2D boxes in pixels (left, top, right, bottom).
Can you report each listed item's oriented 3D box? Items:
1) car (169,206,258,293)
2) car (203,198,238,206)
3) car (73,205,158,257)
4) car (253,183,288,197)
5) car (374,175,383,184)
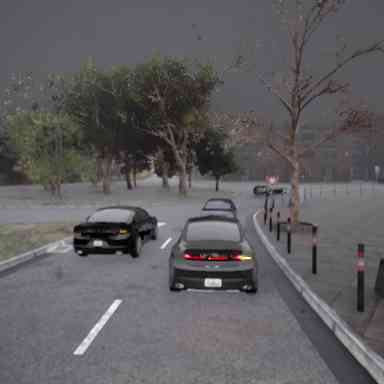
[{"bbox_3d":[0.529,1.350,8.495,1.837,1.490,4.892,0,1,3],"label":"car"},{"bbox_3d":[1.468,1.044,17.774,2.033,1.411,5.357,1,3,8],"label":"car"},{"bbox_3d":[-2.467,1.210,11.860,1.882,1.535,5.008,0,2,4],"label":"car"},{"bbox_3d":[8.948,-0.307,37.521,4.902,1.511,2.128,-4,5,-42],"label":"car"},{"bbox_3d":[36.265,-2.372,61.979,2.185,1.767,4.553,-2,4,-14],"label":"car"}]
